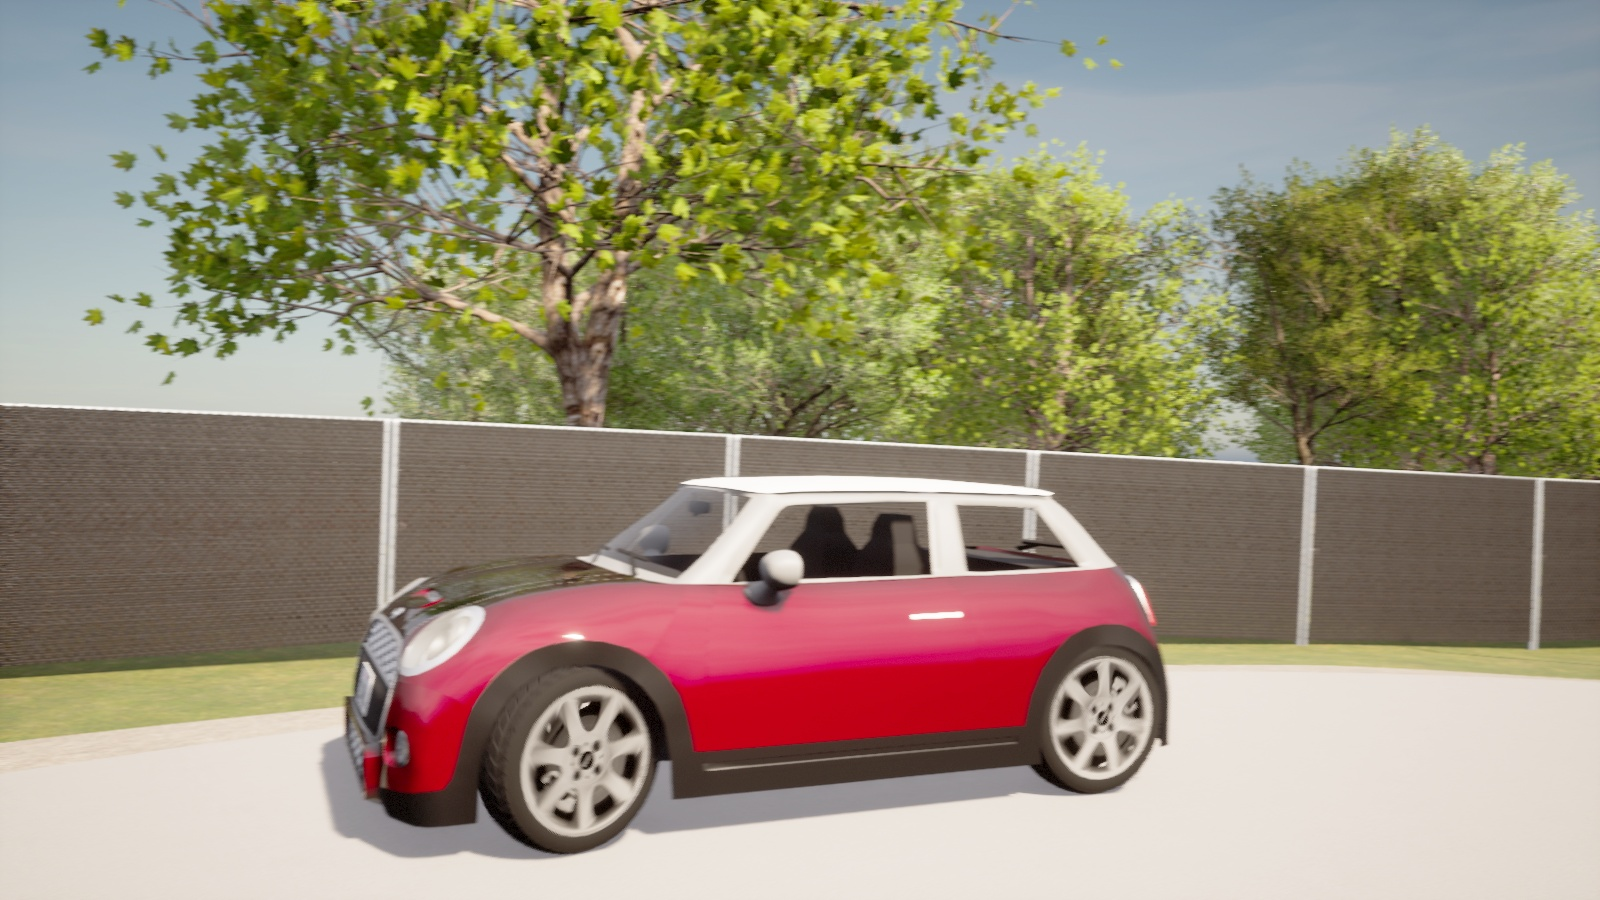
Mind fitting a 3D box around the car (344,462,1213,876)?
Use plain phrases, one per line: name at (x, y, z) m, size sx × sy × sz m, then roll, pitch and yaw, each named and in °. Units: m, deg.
car at (-0.155, 0.822, 6.199) m, size 3.806 × 1.475 × 1.970 m, roll 1°, pitch 0°, yaw -23°
